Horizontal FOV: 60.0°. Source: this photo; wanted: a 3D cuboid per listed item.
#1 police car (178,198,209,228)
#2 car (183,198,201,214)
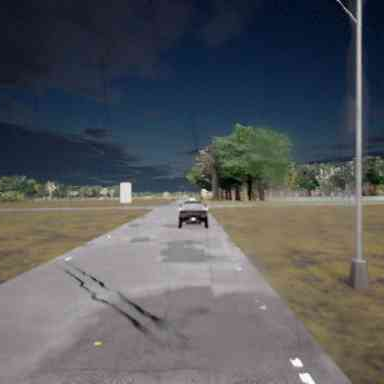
[{"bbox_3d":[0.087,1.411,22.412,1.930,1.638,5.238,0,0,0],"label":"police car"},{"bbox_3d":[-0.011,1.455,36.143,1.801,1.575,5.366,0,0,0],"label":"car"}]
